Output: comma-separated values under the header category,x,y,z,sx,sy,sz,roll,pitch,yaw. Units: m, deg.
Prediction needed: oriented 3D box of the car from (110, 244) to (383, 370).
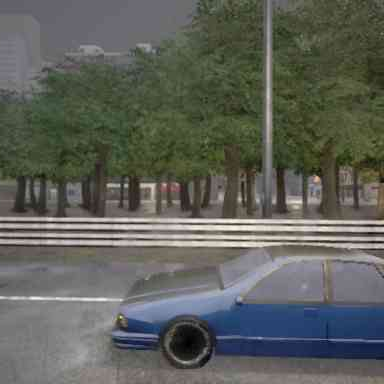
category,x,y,z,sx,sy,sz,roll,pitch,yaw
car,1.630,1.545,4.961,5.357,1.411,2.033,0,0,2
